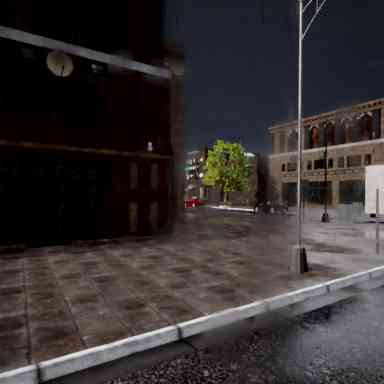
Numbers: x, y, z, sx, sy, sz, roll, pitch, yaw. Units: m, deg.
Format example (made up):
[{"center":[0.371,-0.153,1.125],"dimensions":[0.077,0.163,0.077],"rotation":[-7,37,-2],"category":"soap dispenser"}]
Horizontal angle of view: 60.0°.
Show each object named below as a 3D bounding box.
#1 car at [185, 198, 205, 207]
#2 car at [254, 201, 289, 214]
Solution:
[{"center":[0.399,1.621,51.452],"dimensions":[1.887,1.381,4.507],"rotation":[1,-1,-27],"category":"car"},{"center":[8.481,1.623,35.978],"dimensions":[2.008,1.369,4.403],"rotation":[1,-1,-27],"category":"car"}]
